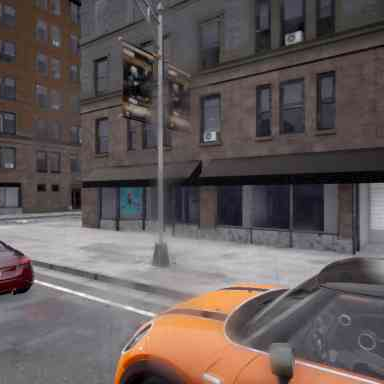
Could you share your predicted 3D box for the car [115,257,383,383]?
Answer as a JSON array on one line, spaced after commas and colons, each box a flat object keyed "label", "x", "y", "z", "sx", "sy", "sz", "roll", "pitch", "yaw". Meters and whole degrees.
[{"label": "car", "x": 1.486, "y": 1.352, "z": 2.627, "sx": 4.553, "sy": 1.767, "sz": 2.097, "roll": 0, "pitch": 0, "yaw": 35}]

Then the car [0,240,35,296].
[{"label": "car", "x": -5.456, "y": 1.563, "z": 7.558, "sx": 4.181, "sy": 1.385, "sz": 1.994, "roll": 0, "pitch": 0, "yaw": 36}]
